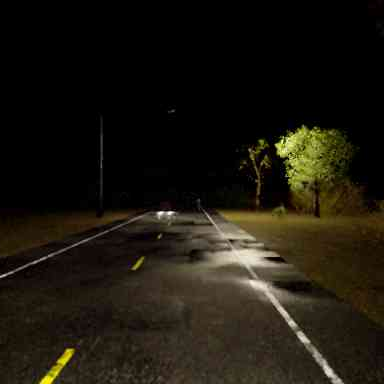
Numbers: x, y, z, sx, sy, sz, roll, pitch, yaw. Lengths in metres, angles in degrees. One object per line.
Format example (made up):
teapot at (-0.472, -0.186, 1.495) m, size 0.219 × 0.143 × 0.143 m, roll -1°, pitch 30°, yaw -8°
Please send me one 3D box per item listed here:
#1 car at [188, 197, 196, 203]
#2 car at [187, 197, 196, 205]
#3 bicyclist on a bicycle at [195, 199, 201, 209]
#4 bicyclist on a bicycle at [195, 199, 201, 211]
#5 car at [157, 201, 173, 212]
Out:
car at (-0.036, 2.117, 86.056) m, size 1.837 × 1.490 × 4.892 m, roll 0°, pitch 0°, yaw 0°
car at (-0.031, 2.197, 74.261) m, size 1.994 × 1.385 × 4.181 m, roll 0°, pitch 0°, yaw 0°
bicyclist on a bicycle at (0.937, 1.918, 53.929) m, size 0.866 × 1.612 × 1.509 m, roll 0°, pitch -1°, yaw 0°
bicyclist on a bicycle at (0.943, 1.768, 44.310) m, size 0.659 × 1.776 × 1.843 m, roll 0°, pitch 0°, yaw 0°
car at (-3.602, 1.967, 44.998) m, size 1.994 × 1.385 × 4.181 m, roll 0°, pitch 0°, yaw 0°
